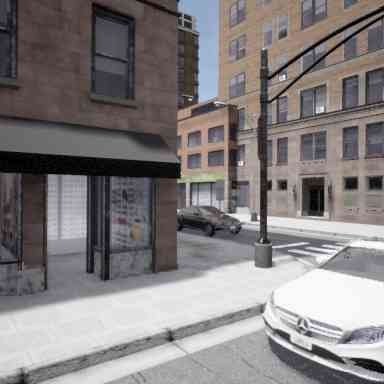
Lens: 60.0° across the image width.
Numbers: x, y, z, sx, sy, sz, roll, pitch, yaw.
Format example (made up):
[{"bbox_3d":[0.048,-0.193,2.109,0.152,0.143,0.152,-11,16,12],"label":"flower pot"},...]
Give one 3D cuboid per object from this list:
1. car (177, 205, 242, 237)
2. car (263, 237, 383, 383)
[{"bbox_3d":[0.651,1.445,17.944,1.812,1.442,4.674,0,0,-34],"label":"car"},{"bbox_3d":[3.208,1.523,5.361,4.674,1.442,1.812,0,0,-35],"label":"car"}]
